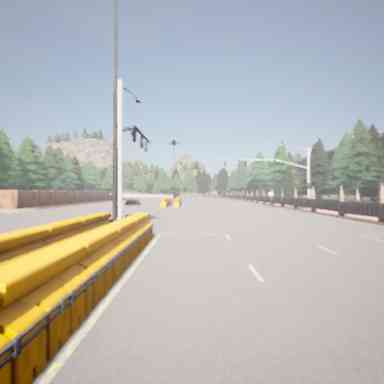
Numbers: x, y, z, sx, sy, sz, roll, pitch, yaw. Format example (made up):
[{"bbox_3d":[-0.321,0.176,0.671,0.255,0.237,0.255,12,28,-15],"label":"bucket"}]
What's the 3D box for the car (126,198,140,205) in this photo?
[{"bbox_3d":[-10.326,1.671,58.325,1.895,1.301,4.718,0,0,0],"label":"car"}]
